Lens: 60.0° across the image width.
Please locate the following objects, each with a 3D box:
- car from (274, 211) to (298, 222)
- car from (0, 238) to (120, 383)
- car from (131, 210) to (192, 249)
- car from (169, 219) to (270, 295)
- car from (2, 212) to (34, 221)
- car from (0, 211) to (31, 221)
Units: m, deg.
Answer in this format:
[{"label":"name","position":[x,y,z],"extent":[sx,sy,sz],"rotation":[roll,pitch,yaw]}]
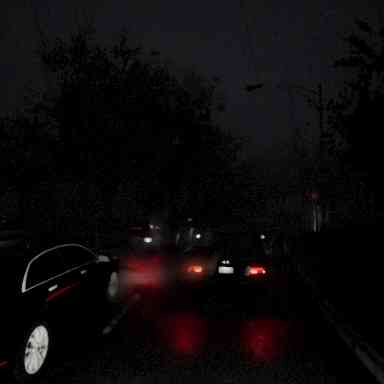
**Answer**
[{"label":"car","position":[13.573,3.528,48.414],"extent":[2.128,1.511,4.902],"rotation":[1,-4,-12]},{"label":"car","position":[-2.643,1.522,5.480],"extent":[1.837,1.490,4.892],"rotation":[0,0,5]},{"label":"car","position":[-1.175,1.575,14.789],"extent":[1.837,1.490,4.892],"rotation":[-1,-1,11]},{"label":"car","position":[0.994,1.547,8.883],"extent":[2.033,1.411,5.357],"rotation":[-1,0,8]},{"label":"car","position":[-27.907,3.900,53.528],"extent":[1.994,1.385,4.181],"rotation":[-2,-4,29]},{"label":"car","position":[-26.368,3.548,49.245],"extent":[1.882,1.535,5.008],"rotation":[-2,-4,22]}]
